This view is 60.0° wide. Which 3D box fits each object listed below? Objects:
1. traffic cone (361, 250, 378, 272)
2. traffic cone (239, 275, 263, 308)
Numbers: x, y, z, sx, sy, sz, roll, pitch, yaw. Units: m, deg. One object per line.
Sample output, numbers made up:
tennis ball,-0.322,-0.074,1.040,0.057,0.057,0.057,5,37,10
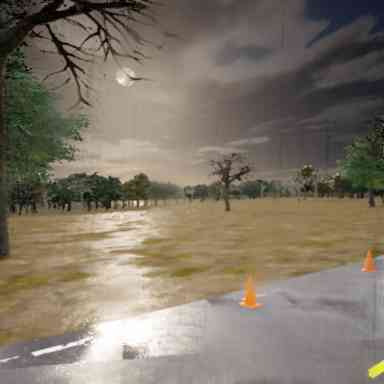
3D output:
traffic cone,5.163,2.000,9.692,0.340,0.580,0.340,0,0,-37
traffic cone,1.187,1.982,6.720,0.340,0.580,0.340,0,0,-36
